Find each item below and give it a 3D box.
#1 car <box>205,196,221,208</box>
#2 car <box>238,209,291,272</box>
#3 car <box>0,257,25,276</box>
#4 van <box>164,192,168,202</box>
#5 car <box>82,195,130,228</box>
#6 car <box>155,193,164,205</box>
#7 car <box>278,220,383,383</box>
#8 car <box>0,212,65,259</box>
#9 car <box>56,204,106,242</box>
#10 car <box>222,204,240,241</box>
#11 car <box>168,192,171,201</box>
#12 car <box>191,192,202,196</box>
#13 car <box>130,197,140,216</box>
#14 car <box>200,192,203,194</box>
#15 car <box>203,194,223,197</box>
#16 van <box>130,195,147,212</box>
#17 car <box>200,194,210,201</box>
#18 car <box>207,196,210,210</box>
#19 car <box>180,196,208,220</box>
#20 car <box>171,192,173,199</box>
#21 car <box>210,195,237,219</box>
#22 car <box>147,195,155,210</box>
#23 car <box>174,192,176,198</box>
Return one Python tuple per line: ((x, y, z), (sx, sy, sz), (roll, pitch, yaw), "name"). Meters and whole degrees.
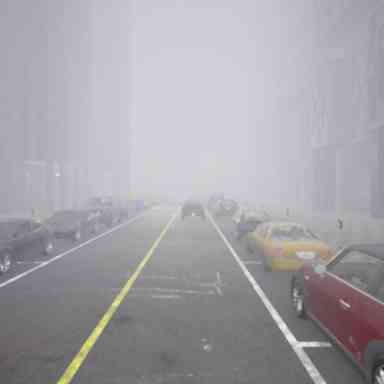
((2.742, 1.307, 44.030), (1.887, 1.381, 4.507), (0, 0, 0), "car")
((2.755, 1.469, 10.383), (1.752, 1.417, 4.829), (0, 0, 0), "car")
((-3.095, 1.539, 1.382), (2.033, 1.411, 5.357), (0, 0, 0), "car")
((-5.791, 1.014, 60.927), (1.690, 1.788, 3.998), (0, 0, 0), "van")
((-5.775, 1.199, 21.470), (2.192, 1.841, 5.009), (0, 0, 0), "car")
((-5.786, 1.173, 49.654), (1.967, 1.590, 4.097), (0, 0, 0), "car")
((2.757, 1.415, 4.576), (1.967, 1.590, 4.097), (0, 0, 0), "car")
((-5.769, 1.510, 10.198), (1.947, 1.339, 4.313), (0, 0, 0), "car")
((-5.772, 1.480, 15.835), (1.947, 1.339, 4.313), (0, 0, 0), "car")
((2.753, 1.465, 15.849), (2.008, 1.369, 4.403), (0, 0, 0), "car")
((-5.792, 1.170, 66.394), (1.752, 1.417, 4.829), (0, 0, 0), "car")
((0.060, 1.213, 44.853), (1.801, 1.575, 5.366), (0, 0, 0), "car")
((-5.776, 1.398, 27.108), (1.887, 1.381, 4.507), (0, 0, 0), "car")
((2.735, 1.113, 60.937), (1.967, 1.590, 4.097), (0, 0, 0), "car")
((2.743, 1.108, 38.393), (2.192, 1.841, 5.009), (0, 0, 0), "car")
((-5.779, 1.164, 32.744), (1.690, 1.788, 3.998), (0, 0, 0), "van")
((2.730, 1.180, 72.211), (1.947, 1.339, 4.313), (0, 0, 0), "car")
((2.746, 1.389, 32.758), (1.947, 1.339, 4.313), (0, 0, 0), "car")
((0.088, 1.361, 26.878), (1.837, 1.490, 4.892), (0, 1, 0), "car")
((-5.795, 1.166, 72.200), (2.008, 1.369, 4.403), (0, 0, 0), "car")
((2.748, 1.293, 27.120), (1.967, 1.590, 4.097), (0, 0, 0), "car")
((-5.781, 1.233, 38.381), (1.967, 1.590, 4.097), (0, 0, 0), "car")
((-5.800, 1.000, 83.473), (1.967, 1.590, 4.097), (0, 0, 0), "car")
